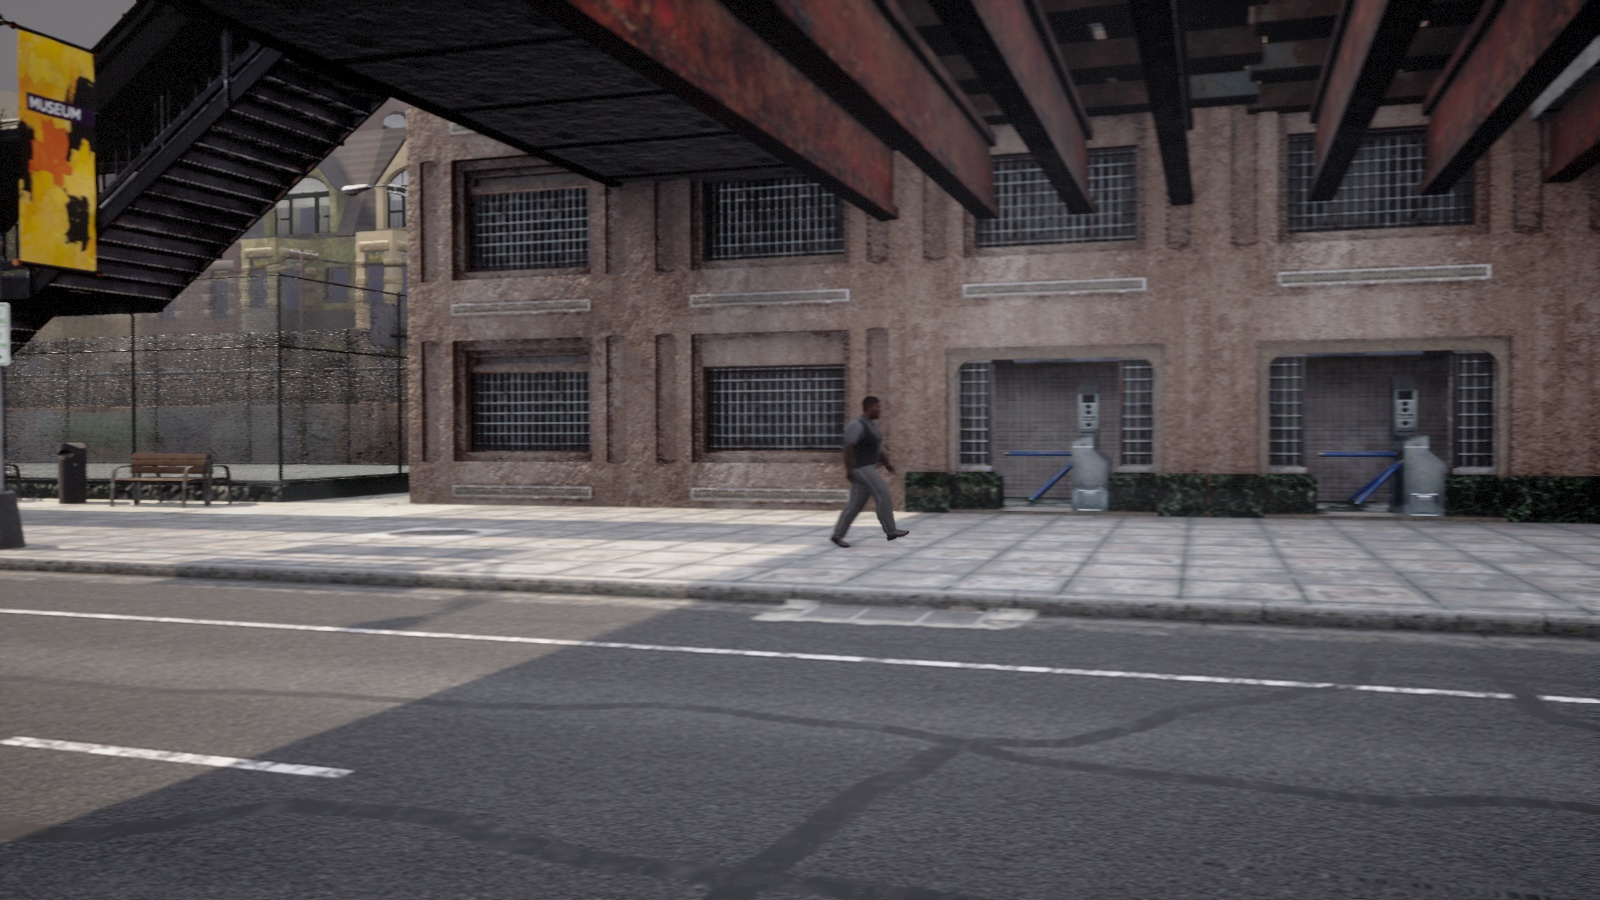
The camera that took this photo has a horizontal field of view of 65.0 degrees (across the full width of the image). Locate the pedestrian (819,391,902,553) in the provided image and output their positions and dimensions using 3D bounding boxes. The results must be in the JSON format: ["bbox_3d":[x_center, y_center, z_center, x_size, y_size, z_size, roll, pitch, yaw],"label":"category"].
[{"bbox_3d":[0.727,0.247,14.981,0.849,1.883,0.563,1,1,20],"label":"pedestrian"}]
